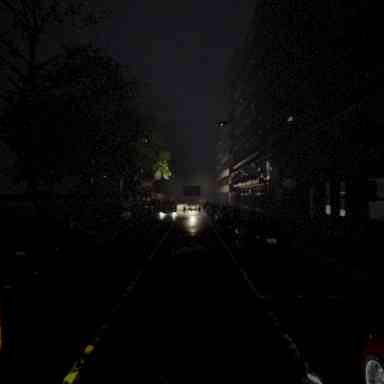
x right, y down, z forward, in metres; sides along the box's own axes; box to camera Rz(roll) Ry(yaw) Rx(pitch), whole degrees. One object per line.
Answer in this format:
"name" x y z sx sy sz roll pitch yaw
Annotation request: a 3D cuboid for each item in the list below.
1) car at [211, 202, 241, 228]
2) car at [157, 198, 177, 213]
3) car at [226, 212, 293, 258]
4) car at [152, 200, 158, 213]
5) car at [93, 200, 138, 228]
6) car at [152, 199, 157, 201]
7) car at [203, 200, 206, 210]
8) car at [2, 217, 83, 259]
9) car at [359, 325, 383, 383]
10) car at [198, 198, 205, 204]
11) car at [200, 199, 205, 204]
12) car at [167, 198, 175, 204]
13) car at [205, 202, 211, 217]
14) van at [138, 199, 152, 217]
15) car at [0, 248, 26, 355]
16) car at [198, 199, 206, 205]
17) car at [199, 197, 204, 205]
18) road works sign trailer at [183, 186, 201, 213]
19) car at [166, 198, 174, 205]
"car" 2.677 1.708 24.508 1.967 1.590 4.097 0 -1 0
"car" -3.108 1.854 44.834 2.097 1.767 4.553 0 -1 0
"car" 2.683 1.709 13.248 1.947 1.339 4.313 0 -1 0
"car" -5.712 2.045 41.392 1.802 1.307 4.206 0 -1 0
"car" -5.703 1.584 24.505 2.192 1.841 5.009 0 -1 0
"car" -5.715 2.074 47.022 1.887 1.381 4.507 0 -1 0
"car" 2.668 2.044 41.397 1.802 1.307 4.206 0 -1 0
"car" -5.697 1.710 13.243 1.947 1.339 4.313 0 -1 0
"car" 2.689 1.604 1.988 1.802 1.307 4.206 0 -1 0
"car" 2.641 2.524 92.067 1.967 1.590 4.097 0 -1 0
"car" 2.662 2.161 52.659 1.947 1.339 4.313 0 -1 0
"car" -5.740 2.525 92.061 1.967 1.590 4.097 0 -1 0
"car" 2.671 1.924 35.937 1.752 1.417 4.829 0 -1 0
"van" -5.709 1.739 35.764 1.690 1.788 3.998 0 -1 0
"car" -3.099 1.498 1.757 1.882 1.535 5.008 0 -1 0
"car" 2.644 2.556 86.437 1.887 1.381 4.507 0 -1 0
"car" 2.647 2.485 80.807 1.887 1.381 4.507 0 -1 0
"road works sign trailer" -0.023 0.963 44.430 2.380 3.560 2.880 0 -1 0
"car" -5.737 2.453 86.434 1.967 1.590 4.097 0 -1 0
